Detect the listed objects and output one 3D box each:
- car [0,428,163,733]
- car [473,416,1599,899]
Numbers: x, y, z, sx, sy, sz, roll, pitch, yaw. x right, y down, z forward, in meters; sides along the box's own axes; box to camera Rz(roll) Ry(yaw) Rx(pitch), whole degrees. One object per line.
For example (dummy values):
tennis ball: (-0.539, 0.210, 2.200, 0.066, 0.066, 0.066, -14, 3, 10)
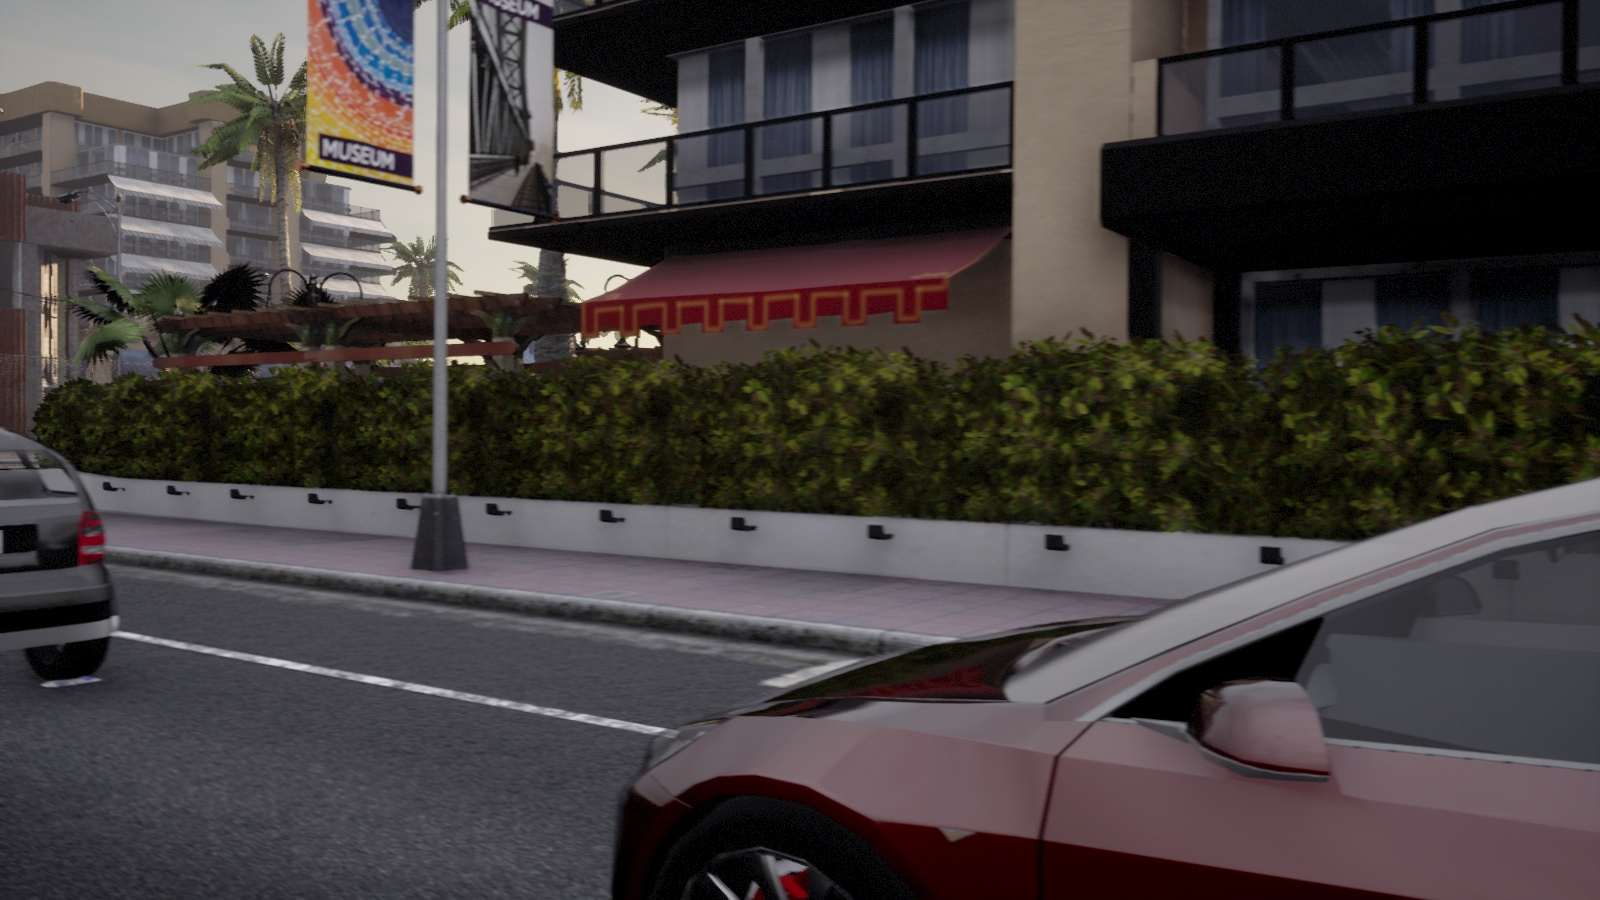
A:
car: (-5.637, 0.661, 7.364, 3.705, 1.549, 1.789, 0, 1, 34)
car: (1.874, 0.681, 2.378, 4.792, 1.488, 2.163, 0, 1, 34)
